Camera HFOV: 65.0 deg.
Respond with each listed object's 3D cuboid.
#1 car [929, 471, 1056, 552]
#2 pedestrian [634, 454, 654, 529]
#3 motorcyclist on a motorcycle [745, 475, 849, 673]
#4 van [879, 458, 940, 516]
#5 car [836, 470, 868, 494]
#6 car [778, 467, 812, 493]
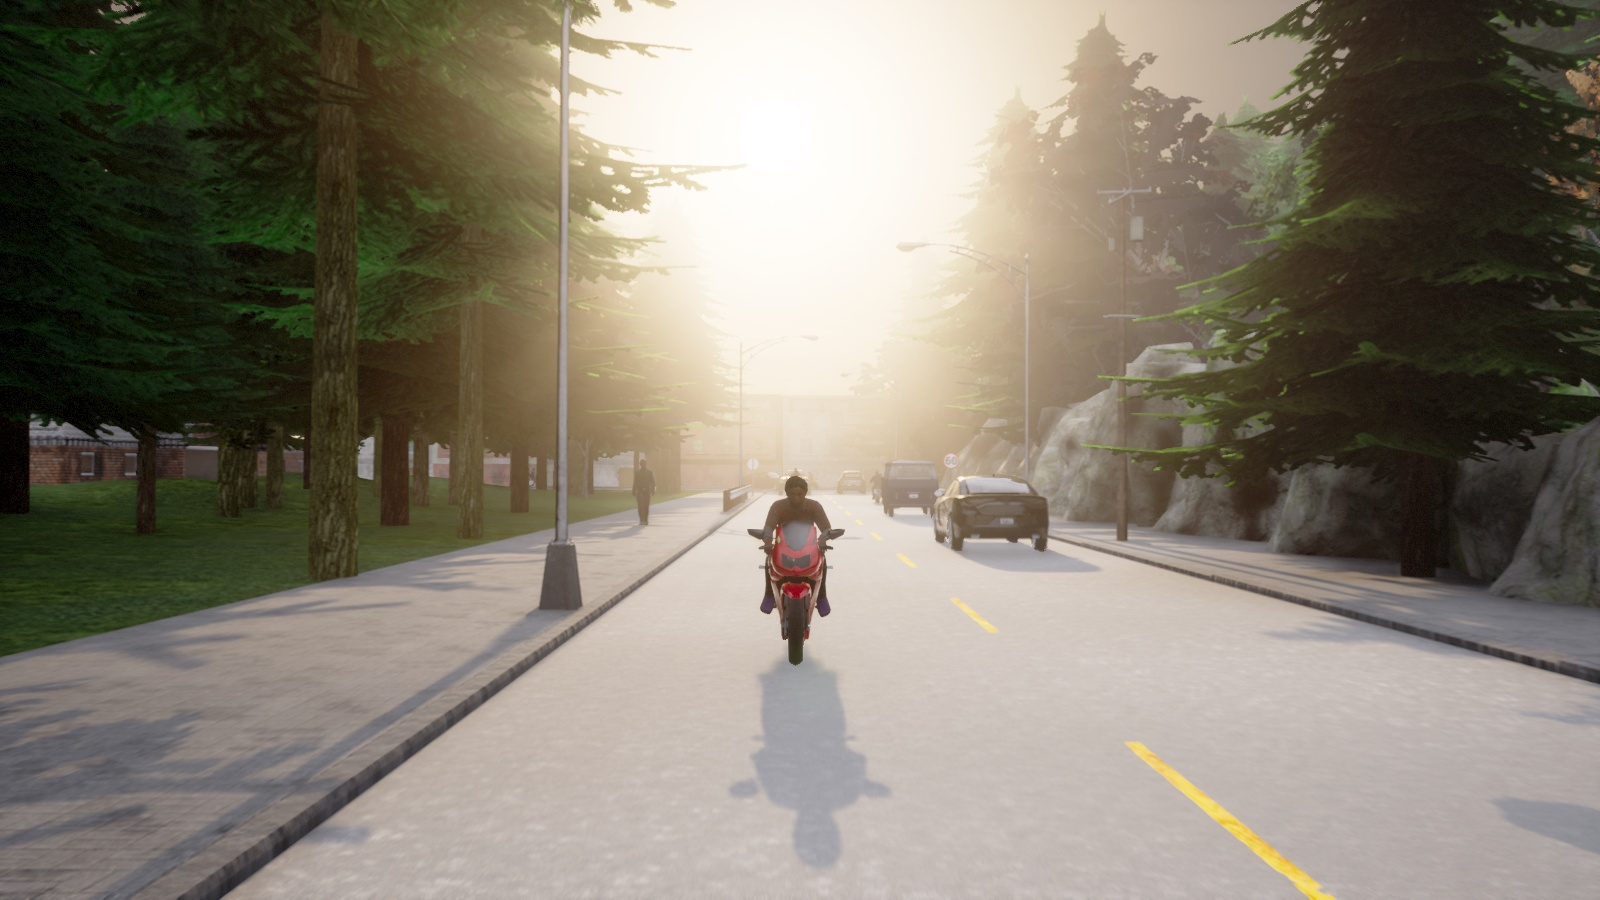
[{"bbox_3d":[3.937,1.220,26.514,1.882,1.535,5.008,0,-1,0],"label":"car"},{"bbox_3d":[-4.108,1.095,33.087,0.423,1.949,0.788,0,-1,-1],"label":"pedestrian"},{"bbox_3d":[-0.026,0.977,10.732,0.797,1.523,2.044,0,-1,0],"label":"motorcyclist on a motorcycle"},{"bbox_3d":[3.892,1.309,45.171,1.775,1.987,4.442,0,-1,0],"label":"van"},{"bbox_3d":[3.622,2.218,88.902,2.033,1.649,4.856,0,-1,0],"label":"car"},{"bbox_3d":[-0.331,1.990,83.364,2.152,1.651,5.027,0,-1,0],"label":"car"}]
